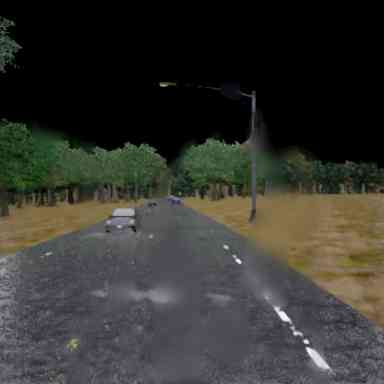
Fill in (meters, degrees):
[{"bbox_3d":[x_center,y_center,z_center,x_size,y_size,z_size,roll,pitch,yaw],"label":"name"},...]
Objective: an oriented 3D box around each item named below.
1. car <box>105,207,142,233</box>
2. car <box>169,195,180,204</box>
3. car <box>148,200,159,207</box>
[{"bbox_3d":[-4.249,1.719,21.245,1.812,1.442,4.674,0,-1,-3],"label":"car"},{"bbox_3d":[-3.899,2.088,80.610,1.882,1.535,5.008,0,0,-4],"label":"car"},{"bbox_3d":[-7.218,2.148,62.102,1.895,1.301,4.718,0,0,-4],"label":"car"}]
